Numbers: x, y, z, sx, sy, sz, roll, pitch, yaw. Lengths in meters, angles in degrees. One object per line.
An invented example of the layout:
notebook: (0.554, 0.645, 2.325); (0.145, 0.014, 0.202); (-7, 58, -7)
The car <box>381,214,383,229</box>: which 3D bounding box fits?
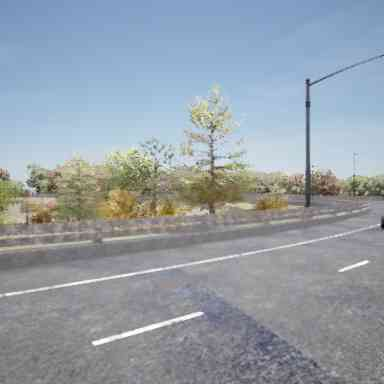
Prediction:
car: (13.423, 1.563, 21.144); (1.812, 1.442, 4.674); (0, 0, 42)
